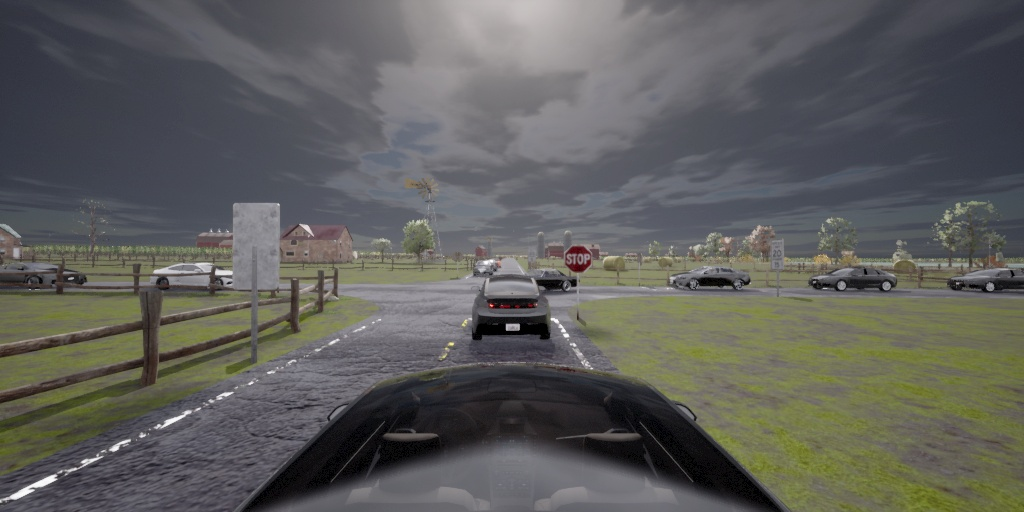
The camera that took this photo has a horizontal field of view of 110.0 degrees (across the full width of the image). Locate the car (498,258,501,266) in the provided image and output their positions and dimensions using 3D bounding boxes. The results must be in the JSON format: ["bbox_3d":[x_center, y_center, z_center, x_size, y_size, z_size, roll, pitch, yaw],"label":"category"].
[{"bbox_3d":[-2.900,1.241,47.302,2.128,1.511,4.902,0,0,0],"label":"car"}]

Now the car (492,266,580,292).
[{"bbox_3d":[1.482,1.369,20.029,4.718,1.301,1.895,1,0,-35],"label":"car"}]

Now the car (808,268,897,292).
[{"bbox_3d":[22.179,1.499,23.449,4.892,1.490,1.837,1,-1,-1],"label":"car"}]

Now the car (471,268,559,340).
[{"bbox_3d":[-0.082,1.256,9.981,1.837,1.490,4.892,0,0,-2],"label":"car"}]

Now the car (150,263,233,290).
[{"bbox_3d":[-17.261,1.104,19.921,4.674,1.442,1.812,1,-1,-1],"label":"car"}]

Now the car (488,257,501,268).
[{"bbox_3d":[-2.909,1.100,60.571,2.097,1.767,4.553,0,0,0],"label":"car"}]

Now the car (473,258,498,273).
[{"bbox_3d":[-2.897,1.243,36.901,2.128,1.511,4.902,0,0,0],"label":"car"}]

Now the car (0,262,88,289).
[{"bbox_3d":[-26.381,1.048,19.790,4.181,1.385,1.994,1,-1,-1],"label":"car"}]

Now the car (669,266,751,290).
[{"bbox_3d":[12.778,1.396,23.269,4.902,1.511,2.128,1,-1,-2],"label":"car"}]

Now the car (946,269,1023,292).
[{"bbox_3d":[31.682,1.587,23.579,4.892,1.490,1.837,1,-1,-1],"label":"car"}]
